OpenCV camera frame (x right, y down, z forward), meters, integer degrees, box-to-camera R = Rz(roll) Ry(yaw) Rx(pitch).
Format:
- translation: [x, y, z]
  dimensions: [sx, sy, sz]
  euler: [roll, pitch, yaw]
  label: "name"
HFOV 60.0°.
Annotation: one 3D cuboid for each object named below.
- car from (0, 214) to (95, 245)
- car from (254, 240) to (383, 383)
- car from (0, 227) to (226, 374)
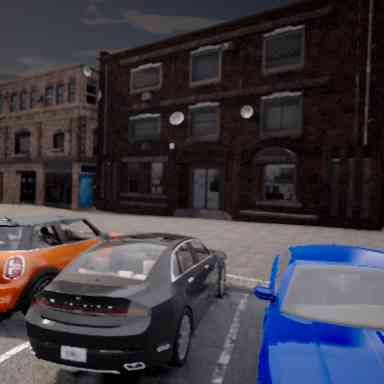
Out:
- translation: [-3.093, 1.296, 7.545]
  dimensions: [2.185, 1.767, 4.553]
  euler: [0, 0, 14]
  label: "car"
- translation: [1.864, 1.475, 4.098]
  dimensions: [2.097, 1.535, 5.008]
  euler: [1, 0, 15]
  label: "car"
- translation: [-0.614, 1.450, 5.823]
  dimensions: [2.231, 1.521, 4.892]
  euler: [0, 0, 15]
  label: "car"
